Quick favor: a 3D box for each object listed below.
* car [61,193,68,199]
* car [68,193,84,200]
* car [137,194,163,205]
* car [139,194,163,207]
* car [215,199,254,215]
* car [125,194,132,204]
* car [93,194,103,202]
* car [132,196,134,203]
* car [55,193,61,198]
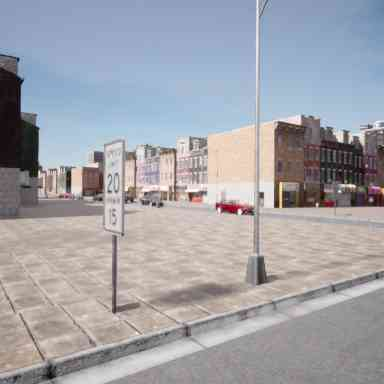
[{"bbox_3d":[-27.670,0.925,75.839,1.887,1.381,4.507,1,0,-35],"label":"car"},{"bbox_3d":[-24.499,0.966,71.353,2.008,1.369,4.403,1,0,-35],"label":"car"},{"bbox_3d":[-6.366,1.149,50.356,1.837,1.490,4.892,1,0,-35],"label":"car"},{"bbox_3d":[-5.469,1.230,44.439,1.947,1.339,4.313,1,0,-35],"label":"car"},{"bbox_3d":[4.046,1.368,30.982,1.887,1.381,4.507,1,0,-35],"label":"car"},{"bbox_3d":[-11.963,1.047,52.962,1.882,1.535,5.008,1,0,-35],"label":"car"},{"bbox_3d":[-16.012,1.041,58.673,1.812,1.442,4.674,1,0,-35],"label":"car"},{"bbox_3d":[-11.772,1.074,57.912,1.837,1.490,4.892,1,0,-35],"label":"car"},{"bbox_3d":[-30.842,0.893,80.326,1.887,1.381,4.507,1,0,-35],"label":"car"}]
